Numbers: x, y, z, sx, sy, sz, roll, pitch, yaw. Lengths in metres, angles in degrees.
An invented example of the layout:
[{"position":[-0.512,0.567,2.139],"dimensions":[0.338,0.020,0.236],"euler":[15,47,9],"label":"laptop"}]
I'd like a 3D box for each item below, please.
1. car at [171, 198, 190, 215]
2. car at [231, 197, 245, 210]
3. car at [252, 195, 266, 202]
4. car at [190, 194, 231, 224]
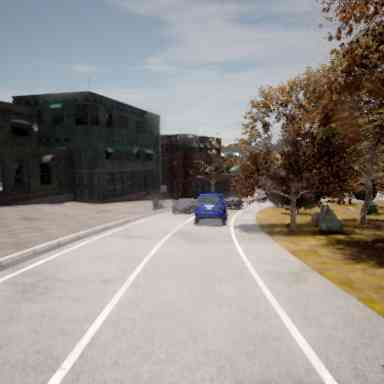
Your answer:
[{"position":[-0.618,1.338,32.035],"dimensions":[1.837,1.490,4.892],"euler":[1,0,12],"label":"car"},{"position":[5.526,1.385,42.225],"dimensions":[1.837,1.490,4.892],"euler":[1,0,17],"label":"car"},{"position":[14.139,1.395,70.097],"dimensions":[1.994,1.385,4.181],"euler":[3,1,30],"label":"car"},{"position":[1.503,1.148,24.332],"dimensions":[2.150,2.045,5.566],"euler":[1,0,8],"label":"car"}]
